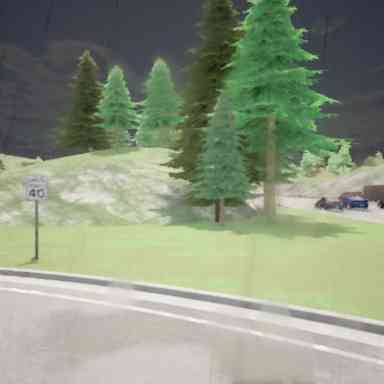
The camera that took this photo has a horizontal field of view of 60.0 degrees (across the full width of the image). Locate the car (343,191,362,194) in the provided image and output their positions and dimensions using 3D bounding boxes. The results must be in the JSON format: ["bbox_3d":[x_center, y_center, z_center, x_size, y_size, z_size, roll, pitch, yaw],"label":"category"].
[{"bbox_3d":[25.779,0.911,54.319,2.150,2.045,5.566,0,0,1],"label":"car"}]

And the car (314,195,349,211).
[{"bbox_3d":[15.032,1.320,36.692,1.812,1.442,4.674,0,0,1],"label":"car"}]

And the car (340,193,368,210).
[{"bbox_3d":[18.561,1.256,38.742,1.882,1.535,5.008,0,0,1],"label":"car"}]

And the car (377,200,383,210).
[{"bbox_3d":[22.023,1.278,35.998,2.128,1.511,4.902,0,0,1],"label":"car"}]
